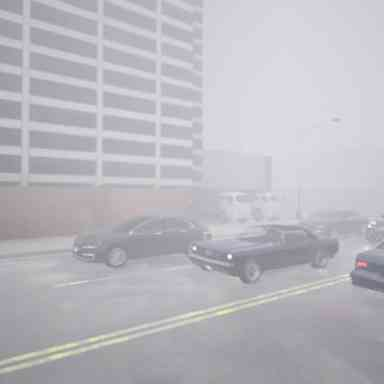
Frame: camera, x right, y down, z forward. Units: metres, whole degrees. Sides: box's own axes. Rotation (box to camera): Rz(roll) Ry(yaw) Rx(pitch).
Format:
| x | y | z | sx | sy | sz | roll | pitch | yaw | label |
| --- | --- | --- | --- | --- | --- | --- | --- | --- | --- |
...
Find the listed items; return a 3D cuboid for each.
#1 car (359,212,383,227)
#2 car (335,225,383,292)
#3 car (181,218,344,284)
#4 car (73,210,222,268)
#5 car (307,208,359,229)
| x | y | z | sx | sy | sz | roll | pitch | yaw | label |
| --- | --- | --- | --- | --- | --- | --- | --- | --- | --- |
| 10.068 | 1.476 | 15.388 | 4.553 | 1.767 | 2.097 | 1 | 0 | -35 | car |
| 5.968 | 1.616 | 8.013 | 5.357 | 1.411 | 2.033 | 1 | 0 | -36 | car |
| 2.237 | 1.655 | 9.861 | 4.718 | 1.301 | 1.895 | 1 | 0 | -35 | car |
| -1.535 | 1.545 | 11.472 | 4.892 | 1.490 | 1.837 | 1 | -1 | -35 | car |
| 7.689 | 1.628 | 17.994 | 4.892 | 1.490 | 1.837 | 1 | -1 | -35 | car |
